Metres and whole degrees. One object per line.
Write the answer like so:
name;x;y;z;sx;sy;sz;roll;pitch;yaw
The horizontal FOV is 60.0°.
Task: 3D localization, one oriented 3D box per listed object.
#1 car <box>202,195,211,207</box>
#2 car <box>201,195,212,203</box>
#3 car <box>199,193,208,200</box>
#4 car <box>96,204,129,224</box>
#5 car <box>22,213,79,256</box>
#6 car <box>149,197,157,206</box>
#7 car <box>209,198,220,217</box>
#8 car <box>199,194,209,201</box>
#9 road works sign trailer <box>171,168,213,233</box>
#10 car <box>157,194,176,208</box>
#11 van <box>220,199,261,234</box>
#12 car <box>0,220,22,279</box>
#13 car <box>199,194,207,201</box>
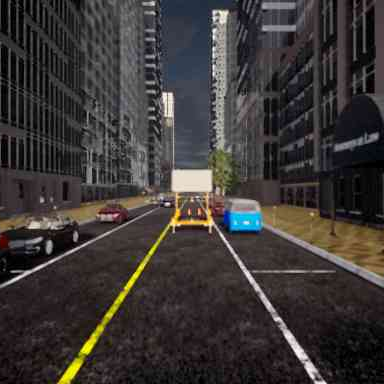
car;2.708;1.454;46.862;1.802;1.307;4.206;0;0;0
car;2.714;1.364;63.939;2.008;1.369;4.403;0;0;0
car;2.721;1.181;81.016;1.967;1.590;4.097;0;0;0
car;-5.682;1.517;24.098;1.802;1.307;4.206;0;0;0
car;-5.686;1.517;12.714;2.008;1.369;4.403;0;0;0
car;-5.671;1.405;52.561;2.008;1.369;4.403;0;0;0
car;2.701;1.501;29.785;1.802;1.307;4.206;0;0;0
car;2.719;1.205;75.324;1.967;1.590;4.097;0;0;0
road works sign trailer;0.007;0.412;19.417;2.380;3.560;2.880;0;0;0
car;-3.071;1.370;44.339;2.128;1.511;4.902;0;0;0
van;2.697;1.292;18.400;1.690;1.788;3.998;0;0;0
car;-5.688;1.422;7.022;1.967;1.590;4.097;0;0;0
car;2.712;1.386;58.247;2.008;1.369;4.403;0;0;0
